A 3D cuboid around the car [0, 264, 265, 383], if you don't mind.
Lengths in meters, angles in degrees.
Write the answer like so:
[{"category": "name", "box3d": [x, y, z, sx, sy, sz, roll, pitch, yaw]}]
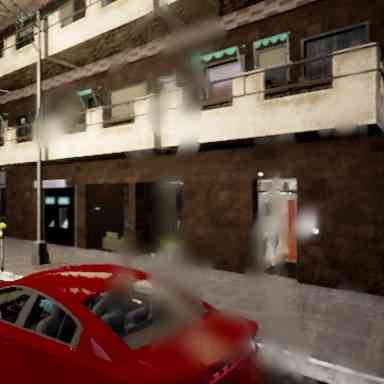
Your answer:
[{"category": "car", "box3d": [-1.414, 1.542, 3.888, 4.507, 1.381, 1.887, 0, 0, 35]}]
